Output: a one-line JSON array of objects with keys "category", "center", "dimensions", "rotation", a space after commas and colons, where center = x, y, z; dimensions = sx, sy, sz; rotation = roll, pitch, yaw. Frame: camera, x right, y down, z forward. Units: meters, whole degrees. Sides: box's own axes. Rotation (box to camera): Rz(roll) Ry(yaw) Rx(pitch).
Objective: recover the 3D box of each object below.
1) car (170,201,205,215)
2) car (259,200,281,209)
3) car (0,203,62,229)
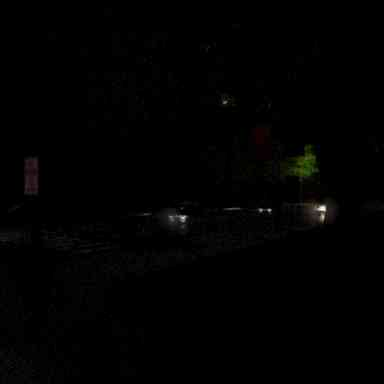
[{"category": "car", "center": [-0.354, 1.641, 35.370], "dimensions": [1.812, 1.442, 4.674], "rotation": [0, -1, 36]}, {"category": "car", "center": [12.445, 1.931, 52.937], "dimensions": [1.895, 1.301, 4.718], "rotation": [0, -1, 36]}, {"category": "car", "center": [-10.758, 1.473, 21.401], "dimensions": [1.812, 1.442, 4.674], "rotation": [0, -1, 40]}]
